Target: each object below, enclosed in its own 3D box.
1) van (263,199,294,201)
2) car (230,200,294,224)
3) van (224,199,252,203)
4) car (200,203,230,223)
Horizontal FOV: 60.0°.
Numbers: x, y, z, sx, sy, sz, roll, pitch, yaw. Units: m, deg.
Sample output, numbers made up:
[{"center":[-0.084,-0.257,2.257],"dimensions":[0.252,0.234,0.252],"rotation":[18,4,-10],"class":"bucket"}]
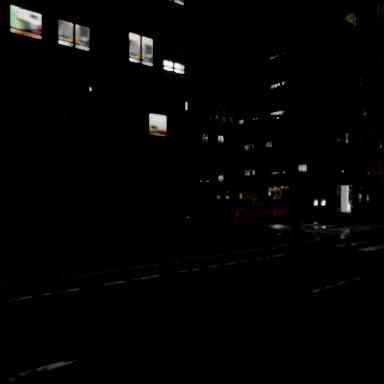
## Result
[{"center":[8.570,1.591,33.592],"dimensions":[1.690,1.788,3.998],"rotation":[-1,0,-36],"class":"van"},{"center":[5.789,1.709,27.611],"dimensions":[1.882,1.535,5.008],"rotation":[0,-1,-36],"class":"car"},{"center":[5.256,1.664,38.109],"dimensions":[1.690,1.788,3.998],"rotation":[-1,0,-36],"class":"van"},{"center":[1.829,1.866,28.677],"dimensions":[1.802,1.307,4.206],"rotation":[-1,0,-36],"class":"car"}]
